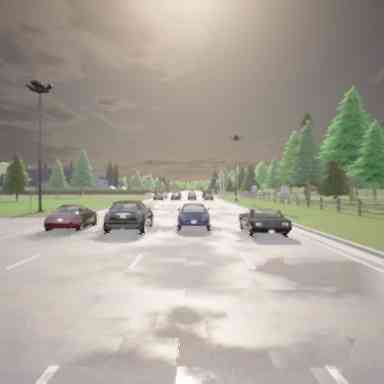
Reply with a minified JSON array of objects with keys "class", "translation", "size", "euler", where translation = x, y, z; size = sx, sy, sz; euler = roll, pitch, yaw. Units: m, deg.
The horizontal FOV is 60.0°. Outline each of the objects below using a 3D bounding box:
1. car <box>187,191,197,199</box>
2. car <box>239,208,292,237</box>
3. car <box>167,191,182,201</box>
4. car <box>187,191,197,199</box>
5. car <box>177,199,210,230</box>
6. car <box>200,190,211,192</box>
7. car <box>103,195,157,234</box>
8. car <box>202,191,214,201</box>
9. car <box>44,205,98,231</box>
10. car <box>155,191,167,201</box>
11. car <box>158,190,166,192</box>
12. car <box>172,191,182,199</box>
[{"class":"car","translation":[-0.001,0.626,78.613],"size":[2.097,1.767,4.553],"euler":[0,0,0]},{"class":"car","translation":[3.601,1.478,17.236],"size":[1.895,1.301,4.718],"euler":[0,0,0]},{"class":"car","translation":[-3.501,1.031,69.679],"size":[2.128,1.511,4.902],"euler":[0,0,0]},{"class":"car","translation":[-0.001,1.030,69.686],"size":[1.812,1.442,4.674],"euler":[0,0,0]},{"class":"car","translation":[0.100,1.385,19.828],"size":[1.812,1.442,4.674],"euler":[0,0,0]},{"class":"car","translation":[3.499,0.496,78.655],"size":[2.150,2.045,5.566],"euler":[0,0,0]},{"class":"car","translation":[-3.400,1.220,18.507],"size":[2.097,1.767,4.553],"euler":[0,0,0]},{"class":"car","translation":[3.499,1.057,68.534],"size":[2.033,1.411,5.357],"euler":[0,0,0]},{"class":"car","translation":[-6.900,1.426,19.384],"size":[1.994,1.385,4.181],"euler":[0,0,0]},{"class":"car","translation":[-7.001,1.050,69.335],"size":[1.994,1.385,4.181],"euler":[0,0,0]},{"class":"car","translation":[-7.001,0.496,78.663],"size":[2.150,2.045,5.566],"euler":[0,0,0]},{"class":"car","translation":[-3.501,0.626,78.600],"size":[2.097,1.767,4.553],"euler":[0,0,0]}]
